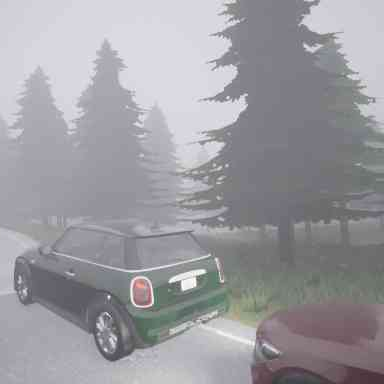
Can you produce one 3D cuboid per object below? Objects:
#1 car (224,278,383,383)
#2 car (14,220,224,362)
[{"bbox_3d":[2.754,1.531,2.592,4.674,1.442,1.812,1,0,36],"label":"car"},{"bbox_3d":[-1.575,1.308,6.213,4.553,1.767,2.097,1,1,44],"label":"car"}]
